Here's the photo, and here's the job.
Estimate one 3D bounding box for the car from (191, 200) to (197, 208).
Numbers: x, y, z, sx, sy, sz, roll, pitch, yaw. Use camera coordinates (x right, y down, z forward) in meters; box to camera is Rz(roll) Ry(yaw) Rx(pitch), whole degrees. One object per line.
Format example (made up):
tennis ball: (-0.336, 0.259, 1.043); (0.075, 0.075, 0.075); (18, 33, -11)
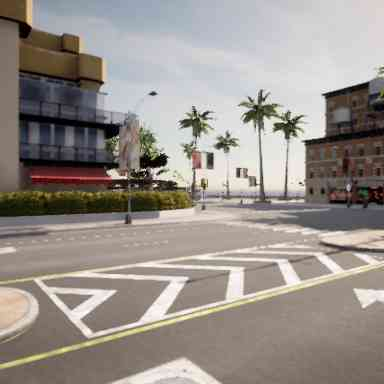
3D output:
car: (-1.259, 1.458, 48.148); (1.882, 1.535, 5.008); (0, 0, -35)
